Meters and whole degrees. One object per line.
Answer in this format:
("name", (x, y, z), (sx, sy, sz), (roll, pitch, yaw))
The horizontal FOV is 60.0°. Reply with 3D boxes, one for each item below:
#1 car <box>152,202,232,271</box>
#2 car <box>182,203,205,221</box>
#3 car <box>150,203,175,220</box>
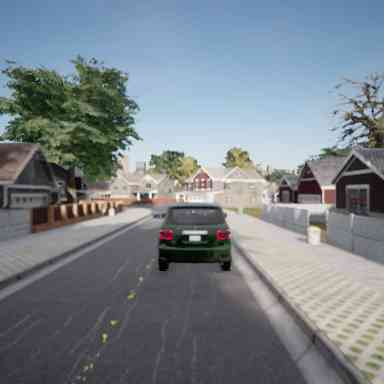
("car", (0.090, 1.339, 11.521), (2.150, 2.045, 5.566), (0, 0, 0))
("car", (0.123, 1.861, 31.720), (2.033, 1.411, 5.357), (0, -1, 0))
("car", (-2.841, 1.879, 33.530), (2.033, 1.411, 5.357), (0, -1, 0))
